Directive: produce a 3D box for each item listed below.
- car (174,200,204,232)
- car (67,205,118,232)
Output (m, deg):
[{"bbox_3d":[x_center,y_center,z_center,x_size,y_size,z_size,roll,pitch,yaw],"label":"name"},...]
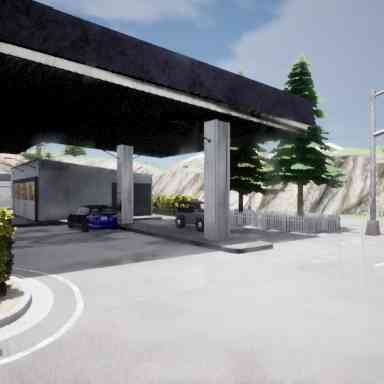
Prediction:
[{"bbox_3d":[0.456,1.505,21.989,1.905,1.878,3.866,0,0,-36],"label":"car"},{"bbox_3d":[-6.675,1.672,22.129,2.242,1.667,4.611,0,0,-37],"label":"car"}]
